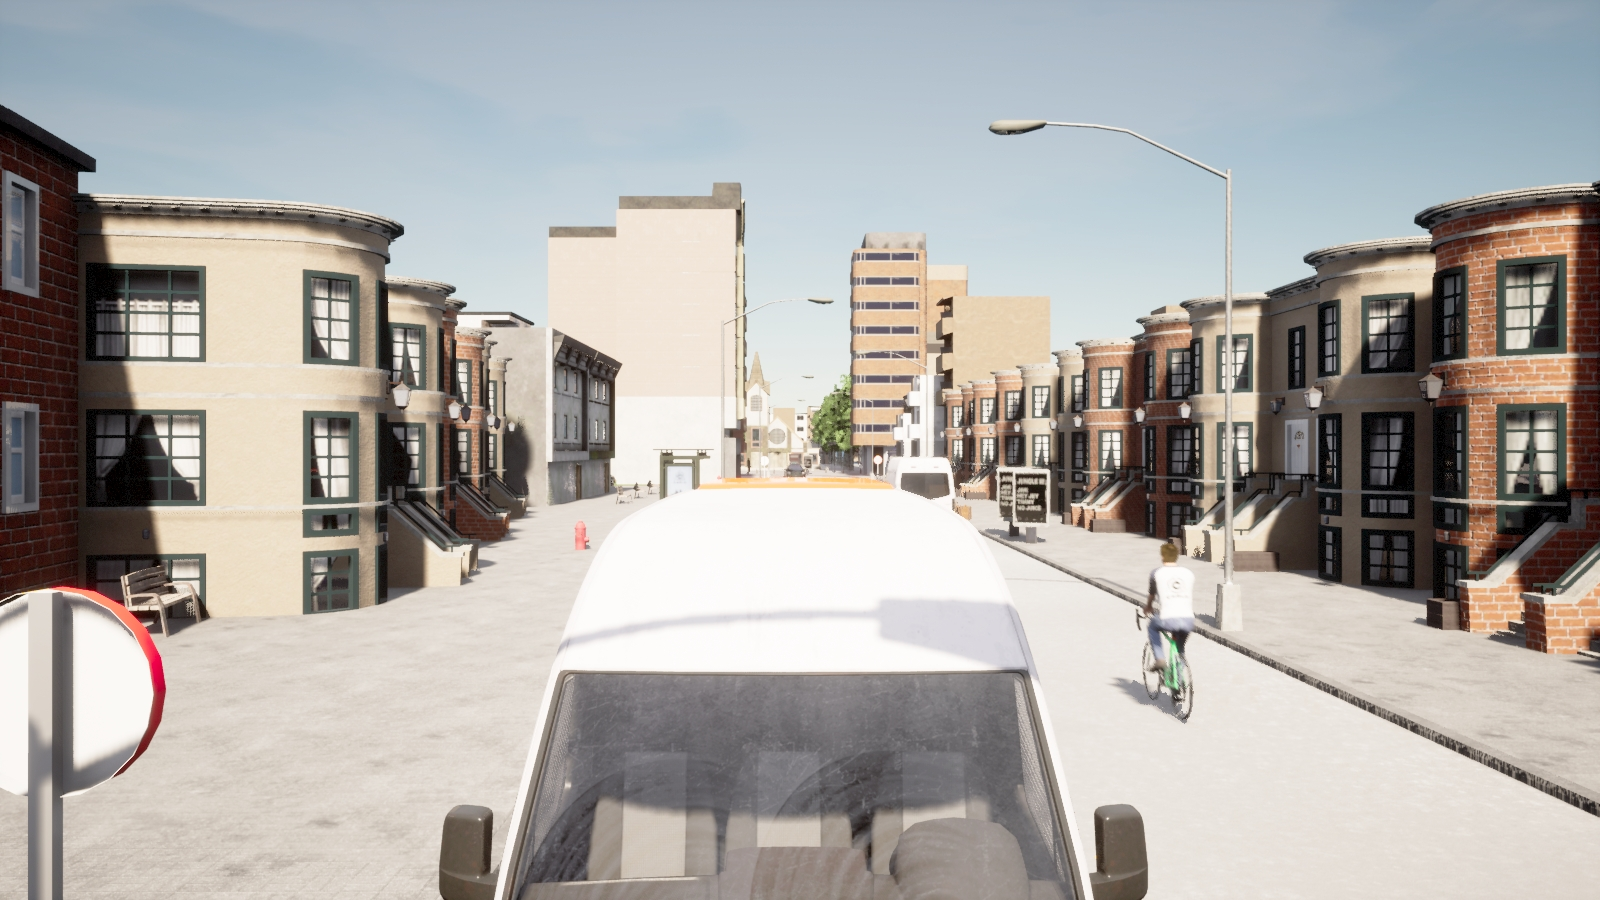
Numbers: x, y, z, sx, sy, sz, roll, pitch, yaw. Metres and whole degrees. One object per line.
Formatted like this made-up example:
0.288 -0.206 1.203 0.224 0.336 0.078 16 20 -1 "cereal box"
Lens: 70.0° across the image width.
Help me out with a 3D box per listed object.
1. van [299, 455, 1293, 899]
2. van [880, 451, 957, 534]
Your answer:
-0.019 1.314 5.243 1.988 2.561 5.915 0 0 0 "van"
3.880 1.315 38.386 1.988 2.561 5.915 0 0 0 "van"
